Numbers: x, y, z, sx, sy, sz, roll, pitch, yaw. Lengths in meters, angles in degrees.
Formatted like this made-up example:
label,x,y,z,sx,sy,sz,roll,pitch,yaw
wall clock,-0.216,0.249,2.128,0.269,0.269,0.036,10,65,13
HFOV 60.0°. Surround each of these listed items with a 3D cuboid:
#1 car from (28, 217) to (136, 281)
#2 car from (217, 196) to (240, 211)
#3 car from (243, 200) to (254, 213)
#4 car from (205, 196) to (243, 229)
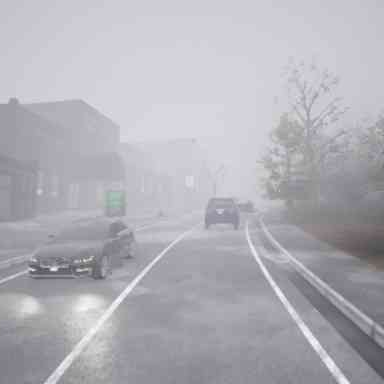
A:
label,x,y,z,sx,sy,sz,roll,pitch,yaw
car,-3.077,1.595,10.297,1.837,1.490,4.892,0,0,5
car,5.570,1.624,50.026,2.150,2.045,5.566,-2,-1,20
car,6.509,1.732,41.101,1.882,1.535,5.008,-2,-1,17
car,2.205,1.386,23.261,2.150,2.045,5.566,-1,0,10
